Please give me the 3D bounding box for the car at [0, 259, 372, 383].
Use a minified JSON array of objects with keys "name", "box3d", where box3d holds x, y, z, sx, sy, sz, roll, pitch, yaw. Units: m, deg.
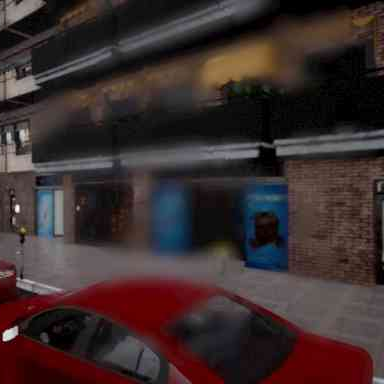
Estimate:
[{"name":"car","box3d":[-0.661,1.560,3.345,4.507,1.381,1.887,0,0,35]}]
